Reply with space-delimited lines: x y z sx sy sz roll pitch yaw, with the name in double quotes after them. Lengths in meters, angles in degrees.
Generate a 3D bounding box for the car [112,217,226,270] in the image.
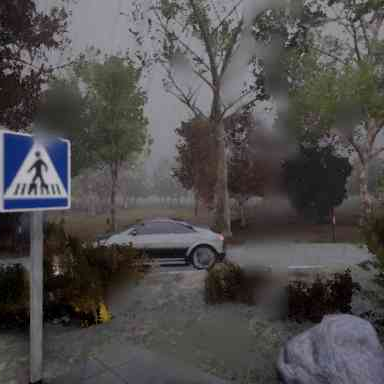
-1.109 1.434 9.638 4.181 1.385 1.994 -2 0 0 "car"
